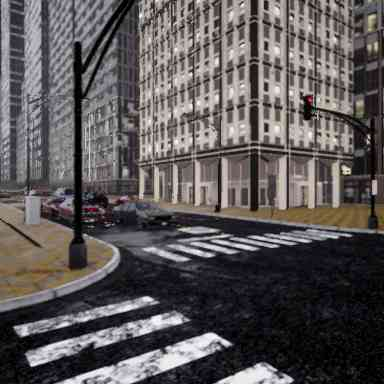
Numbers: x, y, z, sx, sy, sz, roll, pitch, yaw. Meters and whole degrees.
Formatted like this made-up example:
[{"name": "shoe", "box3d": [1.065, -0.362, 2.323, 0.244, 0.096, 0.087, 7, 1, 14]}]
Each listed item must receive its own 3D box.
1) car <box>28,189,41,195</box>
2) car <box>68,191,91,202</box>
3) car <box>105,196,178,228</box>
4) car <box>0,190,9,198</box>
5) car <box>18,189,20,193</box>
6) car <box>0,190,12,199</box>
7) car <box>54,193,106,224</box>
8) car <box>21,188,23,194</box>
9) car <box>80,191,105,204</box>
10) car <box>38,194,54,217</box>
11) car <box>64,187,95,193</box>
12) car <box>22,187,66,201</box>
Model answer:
[{"name": "car", "box3d": [-35.791, -0.040, 75.433, 1.887, 1.381, 4.507, 1, 0, -36]}, {"name": "car", "box3d": [-16.308, 0.627, 48.235, 1.947, 1.339, 4.313, 1, 0, -36]}, {"name": "car", "box3d": [-2.984, 1.221, 19.668, 2.033, 1.411, 5.357, 0, 1, -36]}, {"name": "car", "box3d": [-32.818, 0.309, 56.893, 2.008, 1.369, 4.403, 1, 0, -36]}, {"name": "car", "box3d": [-42.286, -0.234, 84.500, 1.947, 1.339, 4.313, 1, 0, -36]}, {"name": "car", "box3d": [-29.572, 0.411, 52.361, 1.887, 1.381, 4.507, 1, 0, -36]}, {"name": "car", "box3d": [-6.847, 1.061, 20.641, 1.967, 1.590, 4.097, 1, 0, -36]}, {"name": "car", "box3d": [-21.223, 0.290, 45.260, 2.150, 2.045, 5.566, 0, 1, -35]}, {"name": "car", "box3d": [-13.159, 0.691, 43.840, 1.752, 1.417, 4.829, 1, 0, -36]}, {"name": "car", "box3d": [-10.097, 1.095, 25.173, 1.802, 1.307, 4.206, 1, 0, -36]}, {"name": "car", "box3d": [-11.268, 0.618, 31.236, 2.150, 2.045, 5.566, 0, 1, -36]}, {"name": "car", "box3d": [-13.336, 0.720, 29.703, 2.192, 1.841, 5.009, 1, 0, -36]}]
